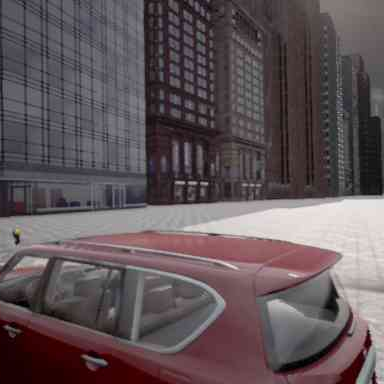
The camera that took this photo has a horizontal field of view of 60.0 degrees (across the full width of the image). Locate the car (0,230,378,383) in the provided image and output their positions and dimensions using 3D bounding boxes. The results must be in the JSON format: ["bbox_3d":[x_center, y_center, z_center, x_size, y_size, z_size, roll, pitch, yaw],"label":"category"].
[{"bbox_3d":[-0.847,1.340,3.466,5.009,1.841,2.192,-1,-1,36],"label":"car"}]
